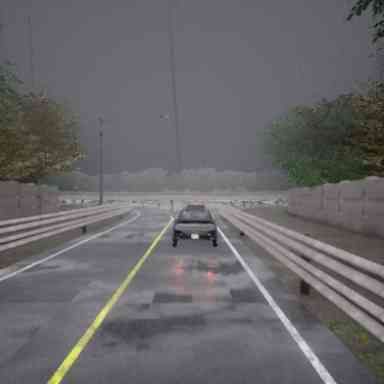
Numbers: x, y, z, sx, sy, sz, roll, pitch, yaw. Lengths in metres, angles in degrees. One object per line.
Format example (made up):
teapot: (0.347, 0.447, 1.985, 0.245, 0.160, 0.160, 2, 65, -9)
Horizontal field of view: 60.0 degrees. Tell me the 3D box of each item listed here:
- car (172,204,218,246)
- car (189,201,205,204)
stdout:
car: (0.120, 1.506, 15.199, 2.128, 1.511, 4.902, 1, 0, 0)
car: (0.544, 1.670, 33.842, 1.882, 1.535, 5.008, 1, -2, 4)
